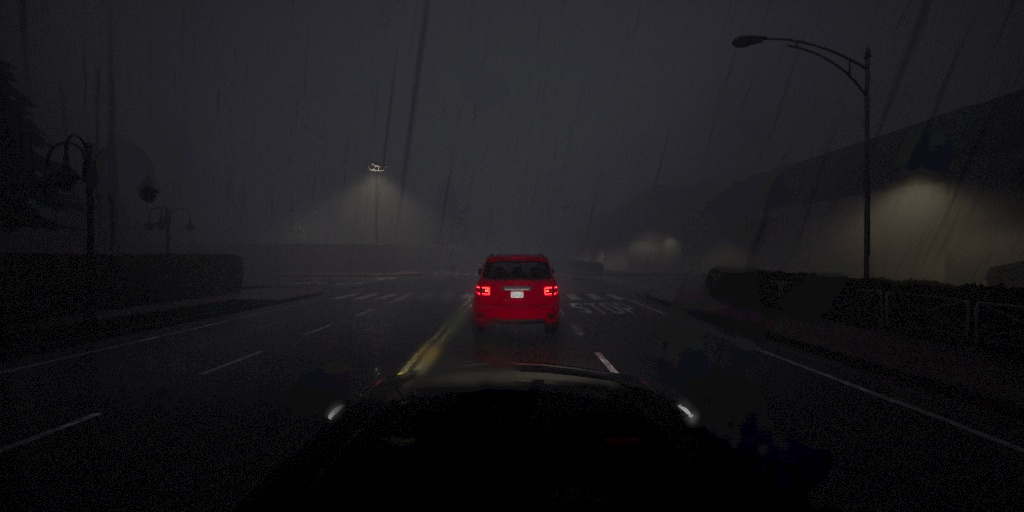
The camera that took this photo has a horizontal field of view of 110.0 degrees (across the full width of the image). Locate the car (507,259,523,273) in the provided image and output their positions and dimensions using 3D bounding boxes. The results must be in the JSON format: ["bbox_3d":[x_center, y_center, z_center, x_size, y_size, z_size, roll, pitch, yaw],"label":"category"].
[{"bbox_3d":[0.368,1.228,45.650,1.882,1.535,5.008,0,0,1],"label":"car"}]

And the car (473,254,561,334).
[{"bbox_3d":[0.124,0.971,10.800,2.150,2.045,5.566,0,0,0],"label":"car"}]
